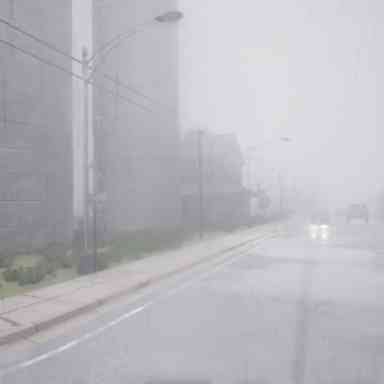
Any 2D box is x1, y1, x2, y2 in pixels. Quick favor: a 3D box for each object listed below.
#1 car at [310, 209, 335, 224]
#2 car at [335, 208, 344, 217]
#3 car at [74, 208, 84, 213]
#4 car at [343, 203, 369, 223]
[{"bbox_3d":[13.948,2.624,36.038,2.128,1.511,4.902,-2,-2,25],"label":"car"},{"bbox_3d":[23.660,3.115,52.103,1.994,1.385,4.181,-1,-2,1],"label":"car"},{"bbox_3d":[-23.367,4.364,68.874,3.866,1.878,1.905,1,-9,-18],"label":"car"},{"bbox_3d":[18.427,2.302,37.135,2.150,2.045,5.566,-2,-2,25],"label":"car"}]
